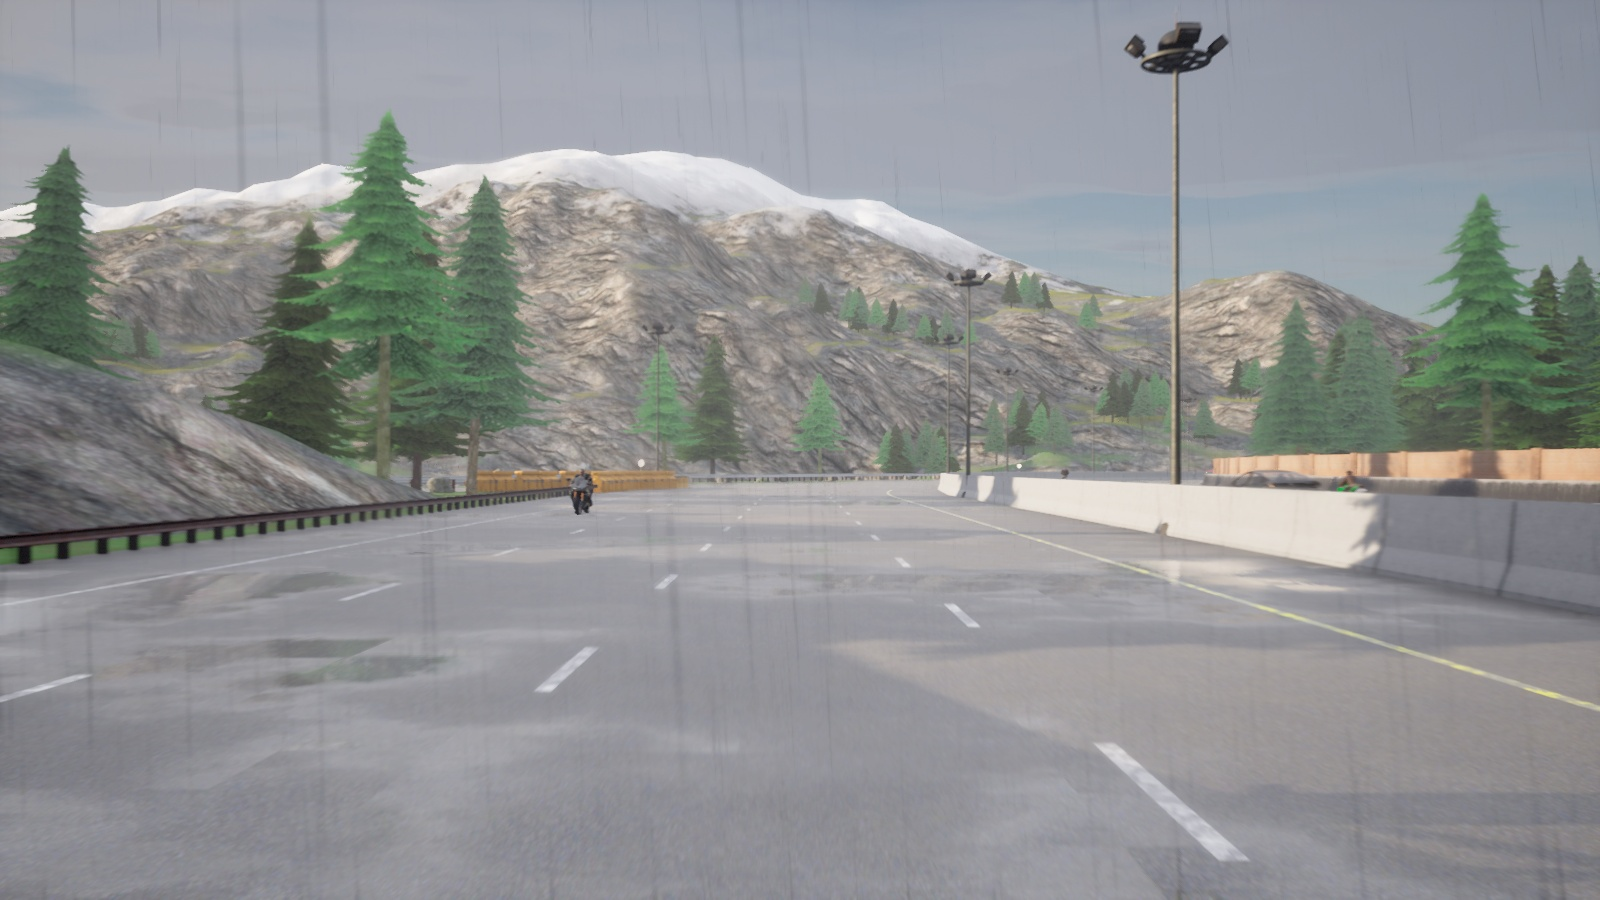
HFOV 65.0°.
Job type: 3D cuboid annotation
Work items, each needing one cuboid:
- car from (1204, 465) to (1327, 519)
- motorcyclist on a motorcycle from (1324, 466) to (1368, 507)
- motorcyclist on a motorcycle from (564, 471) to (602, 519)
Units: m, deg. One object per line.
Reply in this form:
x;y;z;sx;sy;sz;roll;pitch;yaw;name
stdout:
13.910;1.226;37.787;2.007;1.525;4.514;0;-1;0;car
20.886;1.376;48.063;0.797;1.523;2.044;0;-1;0;motorcyclist on a motorcycle
-7.098;1.445;41.180;0.866;1.530;2.191;0;-1;0;motorcyclist on a motorcycle
